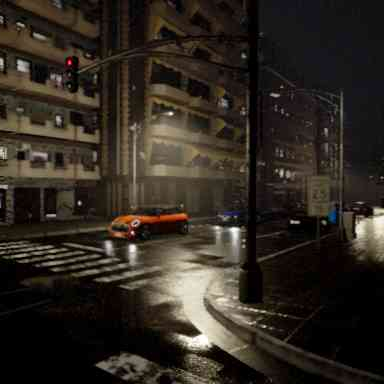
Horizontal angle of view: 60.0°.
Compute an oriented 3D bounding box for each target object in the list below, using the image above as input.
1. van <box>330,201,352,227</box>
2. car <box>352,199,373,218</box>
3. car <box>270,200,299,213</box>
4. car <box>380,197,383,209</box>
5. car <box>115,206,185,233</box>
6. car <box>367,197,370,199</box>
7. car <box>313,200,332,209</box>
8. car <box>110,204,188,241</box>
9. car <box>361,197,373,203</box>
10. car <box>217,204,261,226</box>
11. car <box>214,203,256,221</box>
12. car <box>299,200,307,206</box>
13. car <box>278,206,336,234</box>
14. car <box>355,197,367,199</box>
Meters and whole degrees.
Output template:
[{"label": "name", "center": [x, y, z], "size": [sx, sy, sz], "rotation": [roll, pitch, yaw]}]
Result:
[{"label": "van", "center": [10.714, 1.622, 25.534], "size": [1.690, 1.788, 3.998], "rotation": [0, 0, 37]}, {"label": "car", "center": [17.385, 1.777, 34.365], "size": [1.967, 1.590, 4.097], "rotation": [0, 0, 37]}, {"label": "car", "center": [10.702, 1.852, 39.421], "size": [1.802, 1.307, 4.206], "rotation": [0, 0, 37]}, {"label": "car", "center": [30.726, 1.761, 52.026], "size": [2.192, 1.841, 5.009], "rotation": [0, 0, 37]}, {"label": "car", "center": [-2.639, 1.709, 21.760], "size": [2.008, 1.369, 4.403], "rotation": [0, 0, 37]}, {"label": "car", "center": [40.720, 1.949, 79.159], "size": [1.967, 1.590, 4.097], "rotation": [0, 0, 37]}, {"label": "car", "center": [20.708, 1.935, 52.667], "size": [1.802, 1.307, 4.206], "rotation": [0, 0, 37]}, {"label": "car", "center": [-2.222, 1.516, 18.046], "size": [2.097, 1.767, 4.553], "rotation": [1, 0, 37]}, {"label": "car", "center": [43.953, 2.059, 83.438], "size": [1.752, 1.417, 4.829], "rotation": [0, 0, 37]}, {"label": "car", "center": [3.771, 1.741, 25.945], "size": [1.812, 1.442, 4.674], "rotation": [1, 0, 37]}, {"label": "car", "center": [4.032, 1.759, 30.590], "size": [1.887, 1.381, 4.507], "rotation": [0, 0, 37]}, {"label": "car", "center": [14.037, 1.738, 43.837], "size": [1.967, 1.590, 4.097], "rotation": [0, 0, 37]}, {"label": "car", "center": [7.378, 1.818, 21.118], "size": [1.947, 1.339, 4.313], "rotation": [0, 0, 37]}, {"label": "car", "center": [37.385, 2.049, 74.743], "size": [1.947, 1.339, 4.313], "rotation": [0, 0, 37]}]
